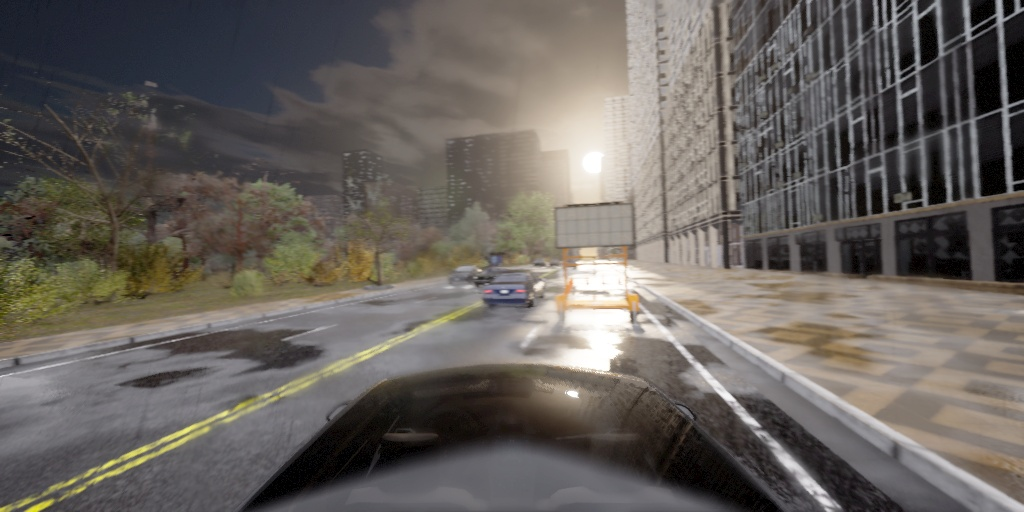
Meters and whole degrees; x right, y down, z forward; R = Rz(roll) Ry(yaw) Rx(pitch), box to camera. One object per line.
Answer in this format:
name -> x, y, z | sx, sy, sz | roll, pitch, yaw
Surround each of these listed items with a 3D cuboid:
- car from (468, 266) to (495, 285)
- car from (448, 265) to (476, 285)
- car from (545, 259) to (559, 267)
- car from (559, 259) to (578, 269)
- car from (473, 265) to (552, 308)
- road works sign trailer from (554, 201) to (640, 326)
car -> -1.145, 1.437, 24.729 | 1.895, 1.301, 4.718 | -2, 0, 12
car -> -3.578, 1.460, 28.772 | 1.812, 1.442, 4.674 | -2, 0, 13
car -> 7.808, 1.281, 64.836 | 2.033, 1.411, 5.357 | -2, 0, 13
car -> 8.445, 1.124, 52.167 | 2.128, 1.511, 4.902 | -2, 0, 12
car -> 0.275, 1.307, 15.188 | 2.033, 1.411, 5.357 | -2, 0, 12
road works sign trailer -> 2.667, 0.134, 11.294 | 2.380, 3.560, 2.880 | 0, 0, 12
